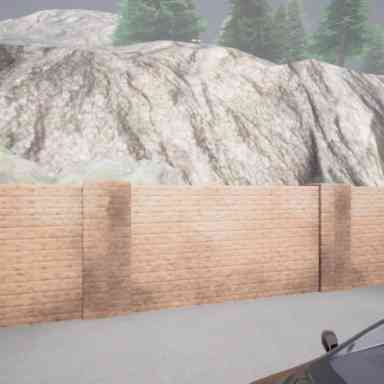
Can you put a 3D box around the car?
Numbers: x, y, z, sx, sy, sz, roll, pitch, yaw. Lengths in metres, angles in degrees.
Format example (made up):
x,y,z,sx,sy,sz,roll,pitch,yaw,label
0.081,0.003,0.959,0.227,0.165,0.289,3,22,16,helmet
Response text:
x,y,z,sx,sy,sz,roll,pitch,yaw,label
2.067,1.492,1.964,4.902,1.511,2.128,0,0,-19,car
